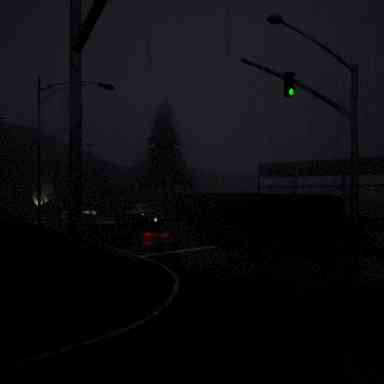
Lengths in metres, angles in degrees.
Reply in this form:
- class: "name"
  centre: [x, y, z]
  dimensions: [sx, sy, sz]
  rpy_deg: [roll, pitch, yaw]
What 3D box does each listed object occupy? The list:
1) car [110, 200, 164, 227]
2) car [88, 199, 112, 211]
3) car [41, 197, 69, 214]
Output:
- class: "car"
  centre: [-3.679, 1.521, 22.809]
  dimensions: [1.812, 1.442, 4.674]
  rpy_deg: [0, 0, -37]
- class: "car"
  centre: [-10.356, 1.557, 40.094]
  dimensions: [1.994, 1.385, 4.181]
  rpy_deg: [0, 0, 35]
- class: "car"
  centre: [-14.427, 1.342, 35.999]
  dimensions: [4.553, 1.767, 2.097]
  rpy_deg: [0, 0, 36]
